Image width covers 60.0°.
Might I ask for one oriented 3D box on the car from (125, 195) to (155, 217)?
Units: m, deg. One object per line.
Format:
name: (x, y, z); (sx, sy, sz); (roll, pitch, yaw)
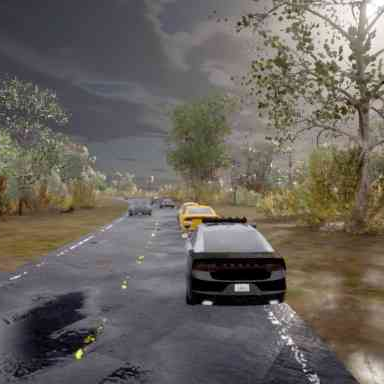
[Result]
car: (-4.851, 1.350, 31.669); (2.097, 1.767, 4.553); (0, 0, -6)

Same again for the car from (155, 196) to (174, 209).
car: (-3.577, 1.543, 46.143); (2.033, 1.411, 5.357); (0, 0, -9)

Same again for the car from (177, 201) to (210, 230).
car: (0.313, 1.477, 18.204); (1.882, 1.535, 5.008); (0, 0, -4)

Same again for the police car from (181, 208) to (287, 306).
police car: (0.774, 1.425, 8.246); (1.930, 1.638, 5.238); (0, 0, -2)

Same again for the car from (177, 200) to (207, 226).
car: (-0.141, 1.453, 24.425); (1.801, 1.575, 5.366); (0, 0, -5)
